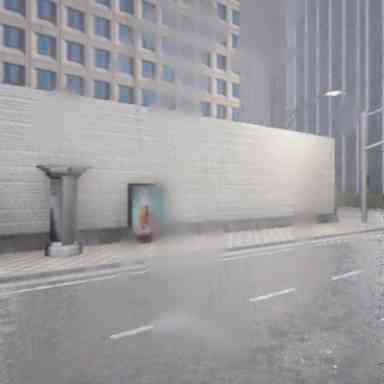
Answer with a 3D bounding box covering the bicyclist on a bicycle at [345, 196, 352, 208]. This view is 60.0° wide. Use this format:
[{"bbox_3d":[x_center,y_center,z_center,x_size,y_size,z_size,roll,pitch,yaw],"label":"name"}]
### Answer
[{"bbox_3d":[21.667,1.362,46.096,1.656,1.620,0.582,0,0,-36],"label":"bicyclist on a bicycle"}]
